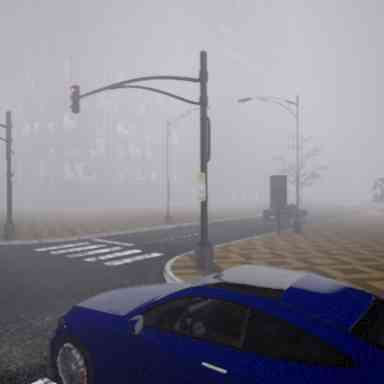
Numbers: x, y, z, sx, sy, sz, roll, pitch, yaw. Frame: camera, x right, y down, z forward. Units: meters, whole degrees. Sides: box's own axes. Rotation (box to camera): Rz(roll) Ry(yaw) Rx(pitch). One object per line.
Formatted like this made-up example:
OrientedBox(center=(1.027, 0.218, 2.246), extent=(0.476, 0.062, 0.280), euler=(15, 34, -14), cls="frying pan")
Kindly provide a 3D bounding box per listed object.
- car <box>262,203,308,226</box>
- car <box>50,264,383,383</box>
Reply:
OrientedBox(center=(6.952, 1.564, 24.514), extent=(1.882, 1.535, 5.008), euler=(0, 0, 38), cls="car")
OrientedBox(center=(0.463, 1.523, 3.415), extent=(4.674, 1.442, 1.812), euler=(-1, 0, 36), cls="car")
